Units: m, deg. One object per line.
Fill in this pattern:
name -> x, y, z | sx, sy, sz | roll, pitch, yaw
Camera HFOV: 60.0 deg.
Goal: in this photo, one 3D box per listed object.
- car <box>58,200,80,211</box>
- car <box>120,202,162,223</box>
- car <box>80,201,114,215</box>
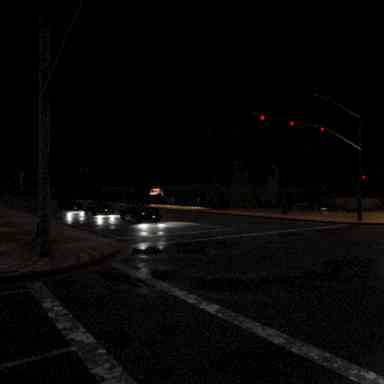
car -> -15.203, 1.601, 41.621 | 1.895, 1.301, 4.718 | 0, 0, -35
car -> -4.143, 1.525, 26.089 | 1.812, 1.442, 4.674 | 0, 0, -36
car -> -9.369, 1.564, 33.409 | 1.994, 1.385, 4.181 | 0, 0, -35
